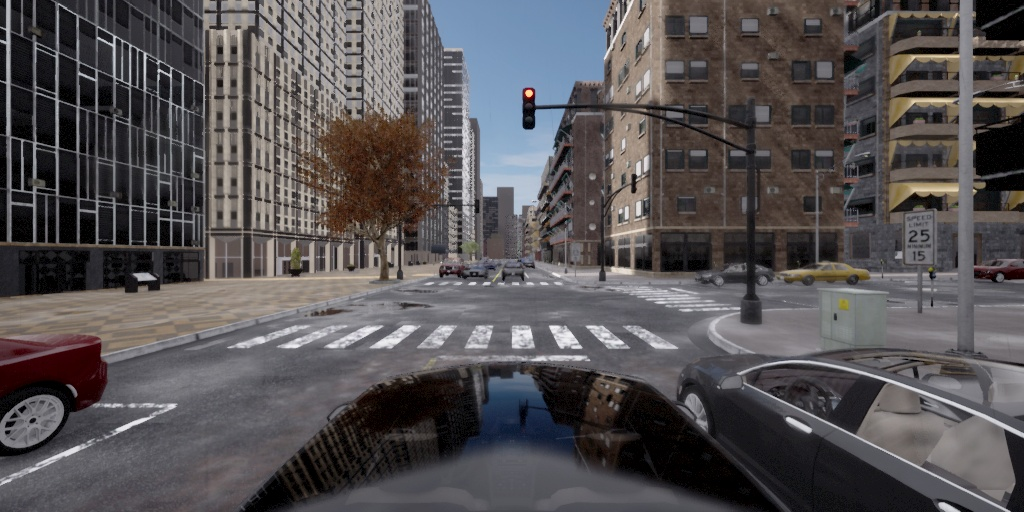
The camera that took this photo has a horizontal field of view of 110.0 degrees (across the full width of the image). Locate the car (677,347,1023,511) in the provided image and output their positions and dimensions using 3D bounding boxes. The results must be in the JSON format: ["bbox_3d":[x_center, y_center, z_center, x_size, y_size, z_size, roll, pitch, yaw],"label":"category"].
[{"bbox_3d":[2.689,1.300,2.346,2.007,1.370,4.403,0,0,0],"label":"car"}]

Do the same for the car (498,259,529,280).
[{"bbox_3d":[0.105,1.253,31.557,2.128,1.511,4.902,0,0,0],"label":"car"}]

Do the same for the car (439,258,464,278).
[{"bbox_3d":[-5.687,1.078,34.734,2.192,1.841,5.009,0,0,0],"label":"car"}]

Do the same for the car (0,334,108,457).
[{"bbox_3d":[-5.691,1.295,2.347,1.888,1.381,4.507,0,0,0],"label":"car"}]

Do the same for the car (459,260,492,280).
[{"bbox_3d":[-3.095,1.325,31.205,1.994,1.385,4.181,0,0,0],"label":"car"}]

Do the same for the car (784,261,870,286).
[{"bbox_3d":[18.835,0.992,21.814,4.829,1.417,1.751,0,0,-1],"label":"car"}]

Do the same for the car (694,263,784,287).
[{"bbox_3d":[13.438,1.095,21.760,4.403,1.370,2.007,0,0,-1],"label":"car"}]

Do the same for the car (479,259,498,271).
[{"bbox_3d":[-3.087,1.375,48.014,1.895,1.301,4.718,0,0,0],"label":"car"}]

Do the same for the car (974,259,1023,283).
[{"bbox_3d":[30.139,0.858,21.928,4.507,1.381,1.888,0,0,-1],"label":"car"}]

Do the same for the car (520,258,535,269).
[{"bbox_3d":[2.697,1.348,56.824,1.948,1.339,4.313,0,0,0],"label":"car"}]
